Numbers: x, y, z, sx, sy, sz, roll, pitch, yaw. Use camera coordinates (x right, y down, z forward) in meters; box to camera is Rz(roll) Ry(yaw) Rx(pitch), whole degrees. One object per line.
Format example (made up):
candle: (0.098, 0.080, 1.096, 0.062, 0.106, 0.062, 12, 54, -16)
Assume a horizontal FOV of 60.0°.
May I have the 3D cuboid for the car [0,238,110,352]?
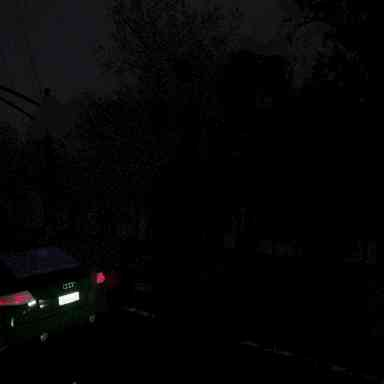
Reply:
car: (-3.479, 1.564, 6.146, 4.181, 1.385, 1.994, 0, 0, 35)
